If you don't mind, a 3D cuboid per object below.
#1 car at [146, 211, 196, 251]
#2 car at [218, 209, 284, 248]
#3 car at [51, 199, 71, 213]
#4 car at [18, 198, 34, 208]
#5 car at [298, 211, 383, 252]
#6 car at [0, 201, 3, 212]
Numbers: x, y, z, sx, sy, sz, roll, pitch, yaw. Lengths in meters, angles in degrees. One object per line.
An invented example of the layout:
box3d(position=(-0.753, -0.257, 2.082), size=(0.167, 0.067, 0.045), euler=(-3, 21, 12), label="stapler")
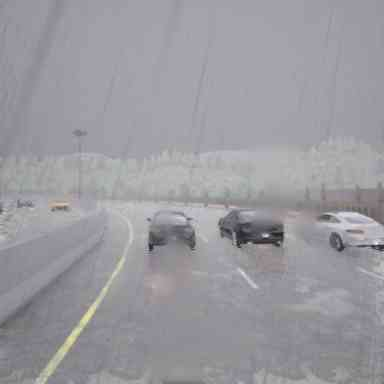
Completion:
box3d(position=(-0.944, 1.534, 14.187), size=(1.812, 1.442, 4.674), euler=(0, 0, -7), label="car")
box3d(position=(2.473, 1.485, 15.009), size=(1.882, 1.535, 5.008), euler=(0, 0, -7), label="car")
box3d(position=(-15.102, 1.507, 38.378), size=(1.882, 1.535, 5.008), euler=(0, 0, -24), label="car")
box3d(position=(-24.369, 1.565, 48.598), size=(1.812, 1.442, 4.674), euler=(0, 0, -31), label="car")
box3d(position=(6.128, 1.531, 13.855), size=(1.812, 1.442, 4.674), euler=(0, 0, -7), label="car")
box3d(position=(-21.796, 1.538, 36.226), size=(1.837, 1.490, 4.892), euler=(0, -1, -25), label="car")
